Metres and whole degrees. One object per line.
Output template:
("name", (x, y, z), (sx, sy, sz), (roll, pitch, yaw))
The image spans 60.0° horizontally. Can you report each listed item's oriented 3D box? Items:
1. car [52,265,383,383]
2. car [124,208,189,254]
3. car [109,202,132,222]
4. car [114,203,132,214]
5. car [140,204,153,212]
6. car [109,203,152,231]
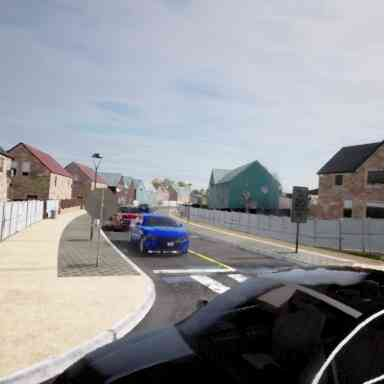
("car", (1.189, 1.547, 3.078), (4.892, 1.490, 1.837), (2, -1, -27))
("car", (-1.596, 1.738, 14.891), (1.882, 1.535, 5.008), (4, -2, -19))
("car", (-7.359, 1.958, 34.188), (2.097, 1.767, 4.553), (4, -2, -12))
("car", (-10.182, 2.439, 49.517), (2.033, 1.411, 5.357), (4, -2, -7))
("car", (-8.242, 2.877, 60.343), (1.994, 1.385, 4.181), (4, -2, -4))
("car", (-4.487, 1.764, 23.582), (2.097, 1.767, 4.553), (4, -2, -17))
